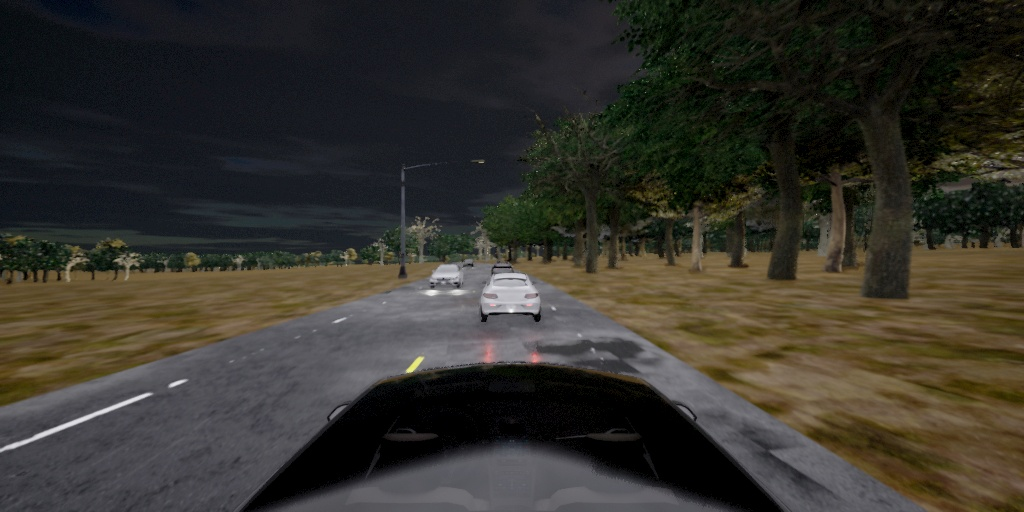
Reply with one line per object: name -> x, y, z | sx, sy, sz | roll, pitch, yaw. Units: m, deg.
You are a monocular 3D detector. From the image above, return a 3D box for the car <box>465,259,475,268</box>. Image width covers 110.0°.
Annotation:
car -> -7.468, 1.249, 62.376 | 1.837, 1.490, 4.892 | 0, 0, -7

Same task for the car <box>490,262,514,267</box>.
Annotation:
car -> -0.872, 1.252, 31.083 | 2.128, 1.511, 4.902 | 0, 0, -3

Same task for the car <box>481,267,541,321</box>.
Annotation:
car -> -0.080, 1.281, 12.353 | 1.812, 1.442, 4.674 | 0, 0, -1

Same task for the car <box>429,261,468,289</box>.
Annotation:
car -> -4.159, 1.280, 23.492 | 1.812, 1.442, 4.674 | 0, 0, -3
